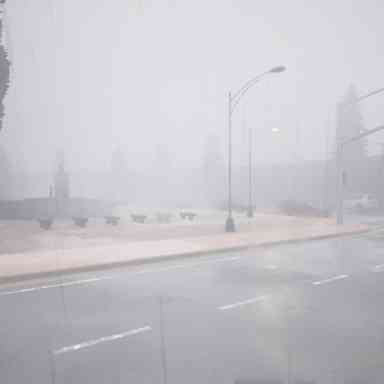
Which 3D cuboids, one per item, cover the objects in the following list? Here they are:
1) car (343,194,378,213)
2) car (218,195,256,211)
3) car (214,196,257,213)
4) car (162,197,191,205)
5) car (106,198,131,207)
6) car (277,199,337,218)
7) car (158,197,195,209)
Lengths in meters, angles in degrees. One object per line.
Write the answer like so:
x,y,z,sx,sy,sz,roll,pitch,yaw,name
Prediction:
18.198,1.220,38.106,2.150,2.045,5.566,0,0,-36,car
5.660,1.351,42.449,2.097,1.767,4.553,0,0,-42,car
4.862,1.546,38.142,2.033,1.411,5.357,0,0,-38,car
-2.744,1.599,58.431,4.718,1.301,1.895,0,0,29,car
-11.797,1.600,51.058,4.718,1.301,1.895,0,0,23,car
10.496,1.525,30.430,1.812,1.442,4.674,0,0,-35,car
-2.456,1.504,45.454,4.892,1.490,1.837,0,0,37,car
